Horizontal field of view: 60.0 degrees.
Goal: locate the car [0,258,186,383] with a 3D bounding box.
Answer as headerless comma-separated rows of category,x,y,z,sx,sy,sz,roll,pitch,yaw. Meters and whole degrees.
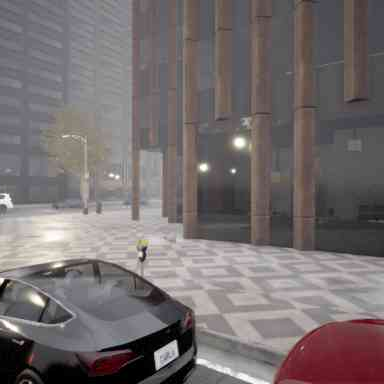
car,-1.927,1.566,4.339,4.313,1.339,1.947,0,0,36

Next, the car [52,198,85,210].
car,-15.443,1.500,42.020,1.994,1.385,4.181,0,0,36

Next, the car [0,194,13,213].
car,-21.288,1.179,33.810,2.150,2.045,5.566,0,0,35

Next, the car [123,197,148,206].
car,-8.699,1.476,51.512,1.994,1.385,4.181,0,0,35

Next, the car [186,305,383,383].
car,2.659,1.315,1.063,5.009,1.841,2.192,0,0,36
